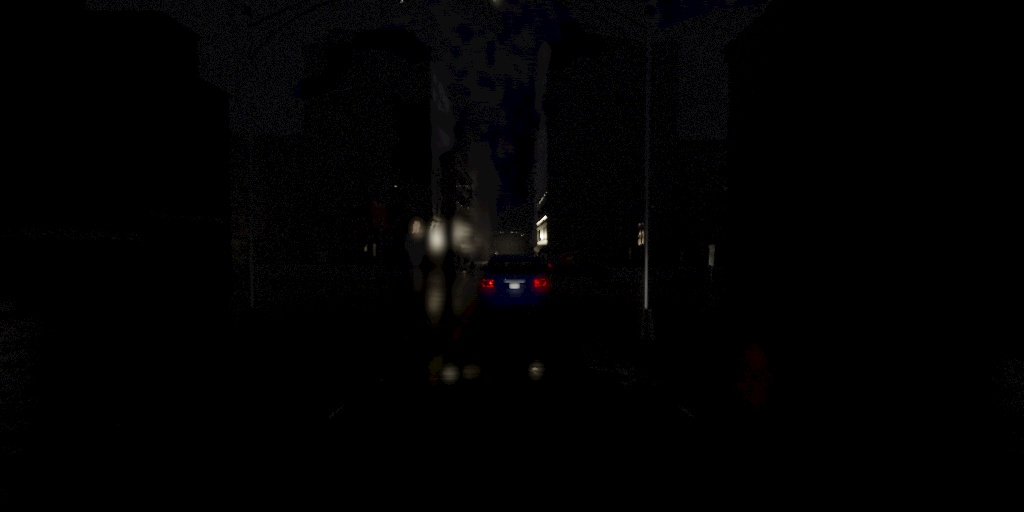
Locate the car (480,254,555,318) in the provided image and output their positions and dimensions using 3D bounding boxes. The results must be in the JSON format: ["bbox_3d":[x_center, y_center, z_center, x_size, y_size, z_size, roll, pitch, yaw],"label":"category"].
[{"bbox_3d":[0.074,0.963,13.059,2.150,2.045,5.566,0,0,0],"label":"car"}]

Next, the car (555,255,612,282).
[{"bbox_3d":[5.719,1.038,30.942,5.566,2.045,2.150,2,1,-1],"label":"car"}]
